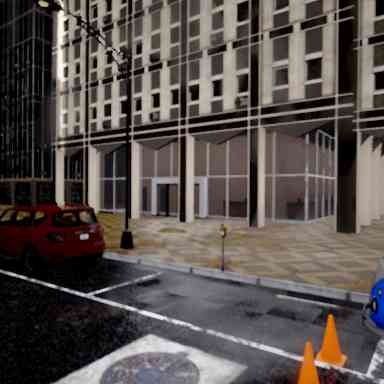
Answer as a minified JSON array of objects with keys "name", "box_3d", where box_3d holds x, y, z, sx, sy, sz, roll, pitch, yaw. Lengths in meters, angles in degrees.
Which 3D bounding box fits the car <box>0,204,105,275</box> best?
[{"name":"car","box_3d":[-4.892,1.315,10.526,5.009,1.841,2.192,0,1,36]}]

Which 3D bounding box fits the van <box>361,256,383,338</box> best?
[{"name":"van","box_3d":[4.335,1.341,3.887,3.998,1.788,1.690,0,1,36]}]

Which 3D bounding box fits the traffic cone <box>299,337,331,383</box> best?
[{"name":"traffic cone","box_3d":[1.288,1.955,3.671,0.340,0.580,0.340,0,0,36]}]

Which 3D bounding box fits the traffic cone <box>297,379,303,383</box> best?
[{"name":"traffic cone","box_3d":[0.704,1.955,2.859,0.340,0.580,0.340,0,0,36]}]

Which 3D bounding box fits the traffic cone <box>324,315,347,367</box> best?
[{"name":"traffic cone","box_3d":[1.872,1.955,4.482,0.340,0.580,0.340,0,0,36]}]
